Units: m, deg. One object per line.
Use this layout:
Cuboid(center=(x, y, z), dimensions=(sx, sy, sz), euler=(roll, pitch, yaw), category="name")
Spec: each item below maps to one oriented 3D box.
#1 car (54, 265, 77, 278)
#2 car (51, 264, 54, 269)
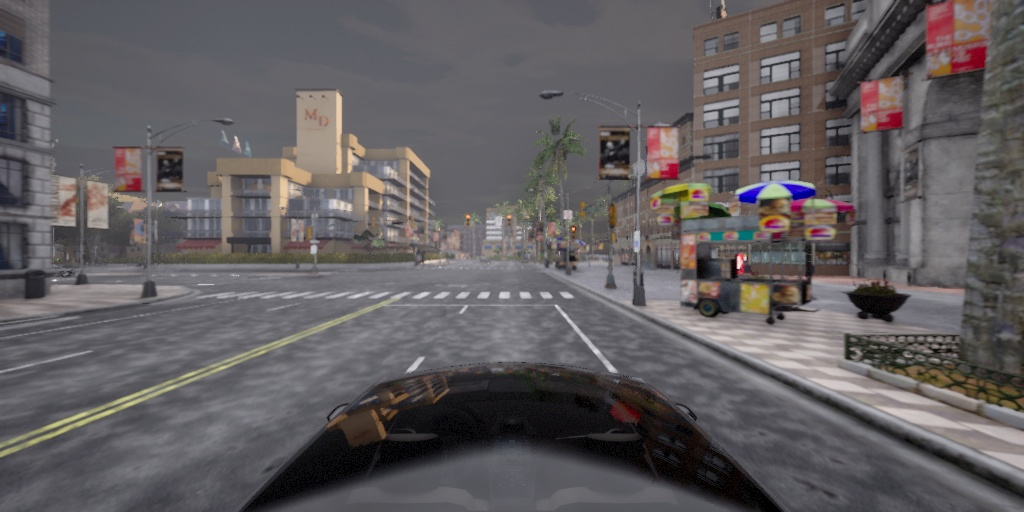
Cuboid(center=(-40.628, 1.215, 30.493), dimensions=(5.357, 1.411, 2.033), euler=(0, 0, 0), category="car")
Cuboid(center=(-38.276, 1.280, 27.001), dimensions=(4.718, 1.301, 1.895), euler=(0, 0, 0), category="car")
